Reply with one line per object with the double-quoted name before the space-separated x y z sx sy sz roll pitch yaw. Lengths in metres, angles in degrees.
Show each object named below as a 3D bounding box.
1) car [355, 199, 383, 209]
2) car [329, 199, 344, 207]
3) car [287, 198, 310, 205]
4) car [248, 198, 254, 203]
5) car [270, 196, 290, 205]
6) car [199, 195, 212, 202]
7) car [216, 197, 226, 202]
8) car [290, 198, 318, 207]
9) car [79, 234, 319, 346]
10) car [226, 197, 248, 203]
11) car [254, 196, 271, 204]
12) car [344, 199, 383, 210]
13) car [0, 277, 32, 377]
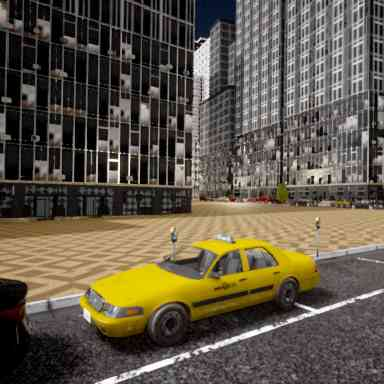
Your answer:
"car" 27.776 1.825 51.363 2.008 1.369 4.403 1 -1 -22
"car" 25.602 1.832 56.701 1.752 1.417 4.829 1 -1 -22
"car" 21.445 1.919 66.906 2.008 1.369 4.403 1 -1 -22
"car" 15.114 2.043 82.450 1.802 1.307 4.206 1 -1 -22
"car" 16.266 1.629 58.739 1.967 1.590 4.097 1 -1 -22
"car" 3.612 1.690 89.813 2.192 1.841 5.009 1 -1 -22
"car" 7.892 1.838 79.296 1.752 1.417 4.829 1 -1 -22
"car" 18.374 1.709 53.559 2.008 1.369 4.403 1 -1 -22
"car" 0.420 1.527 6.330 4.829 1.417 1.752 0 1 -35
"car" 9.938 1.722 74.275 1.967 1.590 4.097 1 -1 -22
"car" 17.228 1.745 77.272 2.192 1.841 5.009 1 -1 -22
"car" 22.592 1.647 43.201 2.008 1.369 4.403 1 -1 -22
"car" -3.944 1.565 3.272 4.313 1.339 1.947 0 1 -36
